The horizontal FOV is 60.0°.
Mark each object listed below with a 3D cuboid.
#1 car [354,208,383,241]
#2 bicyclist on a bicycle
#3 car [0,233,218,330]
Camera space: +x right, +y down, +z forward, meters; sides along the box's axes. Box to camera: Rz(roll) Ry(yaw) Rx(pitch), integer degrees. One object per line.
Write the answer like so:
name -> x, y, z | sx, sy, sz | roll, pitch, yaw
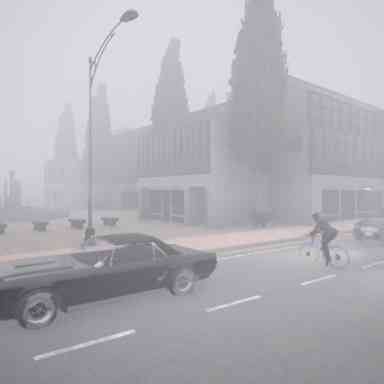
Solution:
car -> 9.423, 1.489, 15.438 | 4.902, 1.511, 2.128 | 0, 0, -36
bicyclist on a bicycle -> 3.905, 1.455, 9.984 | 0.582, 1.620, 1.656 | 0, -2, -37
car -> -1.797, 1.601, 7.043 | 4.718, 1.301, 1.895 | 0, 0, -37
